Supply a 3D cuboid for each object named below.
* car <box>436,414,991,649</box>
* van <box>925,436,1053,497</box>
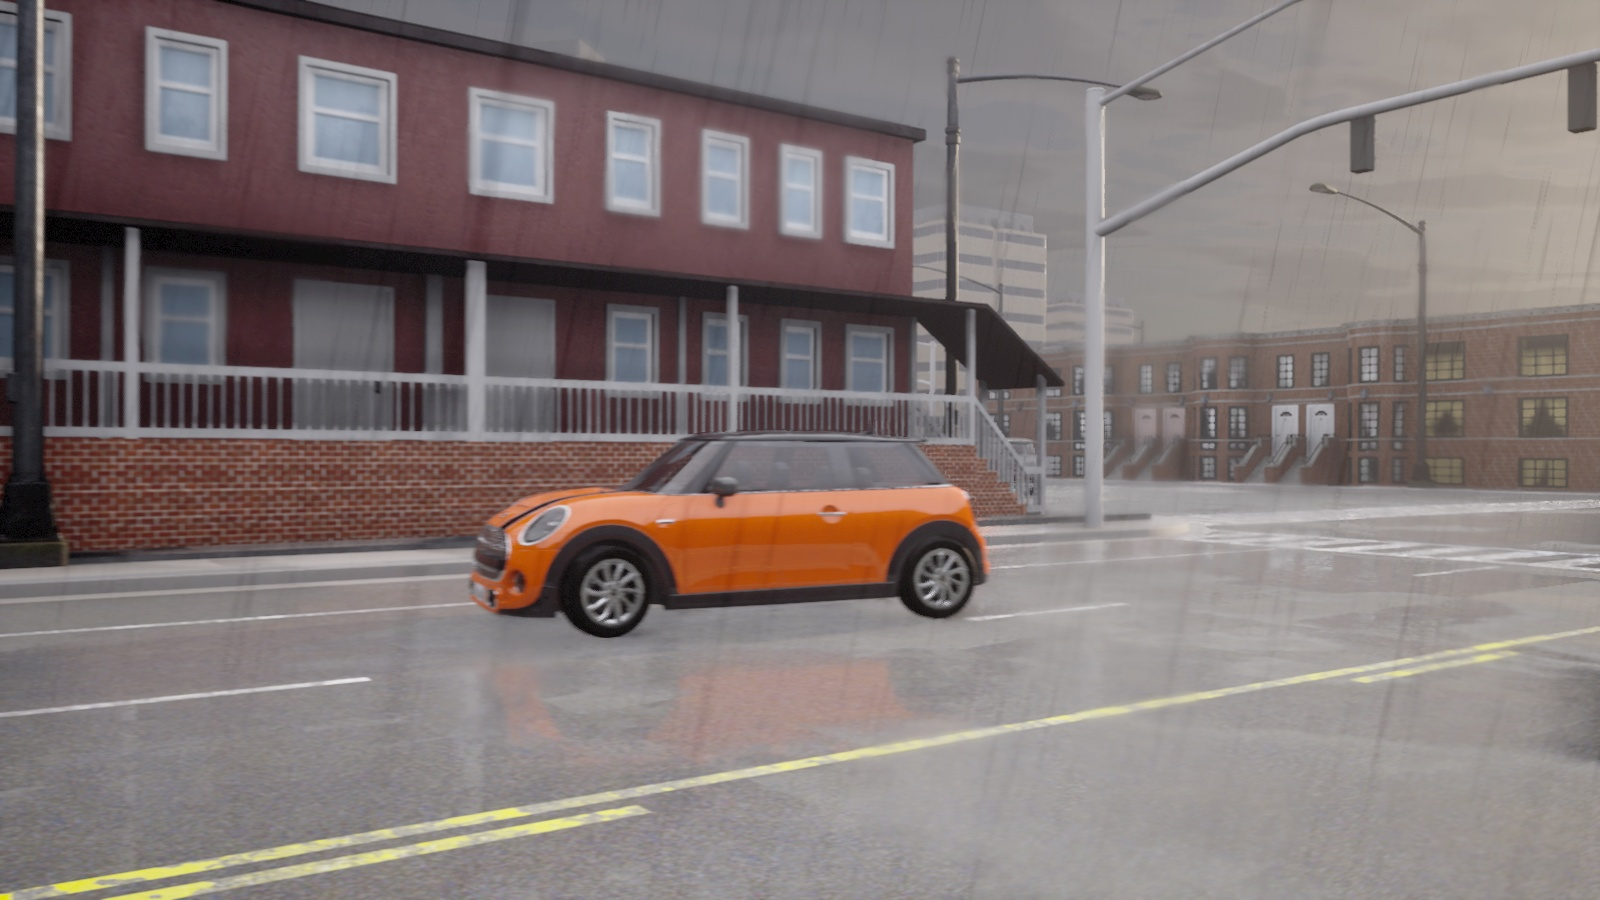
[{"bbox_3d":[-0.785,0.610,11.329,4.553,1.767,2.097,0,0,-24],"label":"car"},{"bbox_3d":[6.454,0.526,43.337,1.775,1.987,4.442,0,0,-35],"label":"van"}]
